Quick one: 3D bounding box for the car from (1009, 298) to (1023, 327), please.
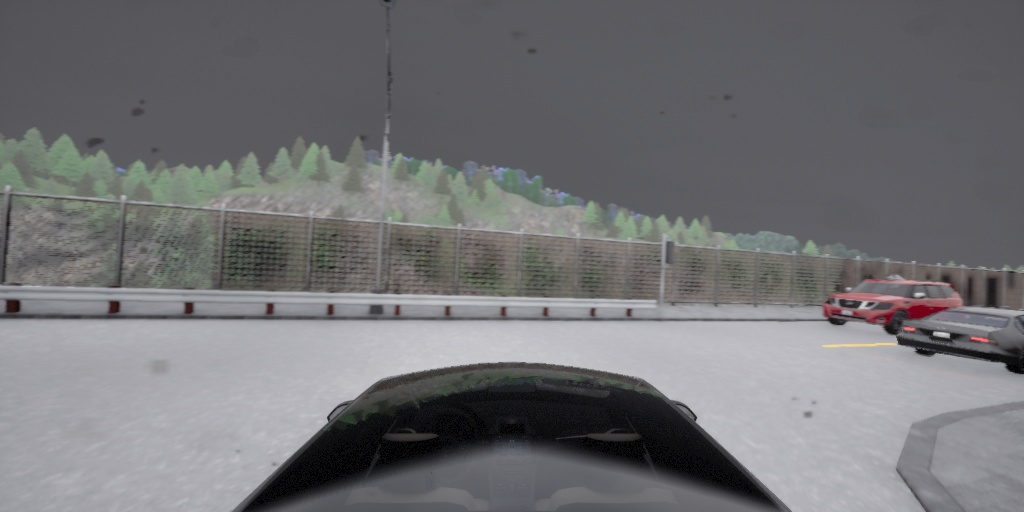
[{"bbox_3d":[28.476,3.038,18.537,4.674,1.442,1.812,3,-1,-17],"label":"car"}]

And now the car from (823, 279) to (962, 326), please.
[{"bbox_3d":[15.514,1.974,14.565,5.566,2.045,2.150,3,-1,-17],"label":"car"}]

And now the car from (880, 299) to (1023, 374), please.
[{"bbox_3d":[12.821,2.097,9.451,5.357,1.411,2.033,3,-1,-17],"label":"car"}]
